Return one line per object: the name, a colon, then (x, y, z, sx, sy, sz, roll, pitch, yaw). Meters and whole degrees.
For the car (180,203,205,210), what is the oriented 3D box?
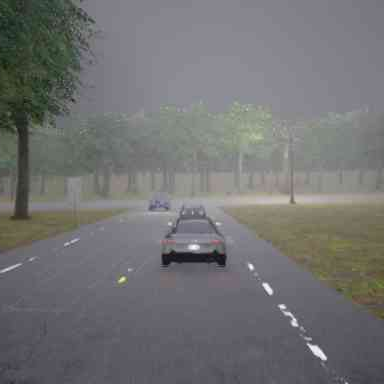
car: (0.057, 1.477, 25.401, 1.895, 1.301, 4.718, 0, 0, 0)

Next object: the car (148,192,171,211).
car: (-3.572, 1.035, 37.647, 2.150, 2.045, 5.566, 0, 0, 0)

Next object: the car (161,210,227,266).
car: (0.068, 1.513, 11.341, 1.994, 1.385, 4.181, 0, 0, 0)
